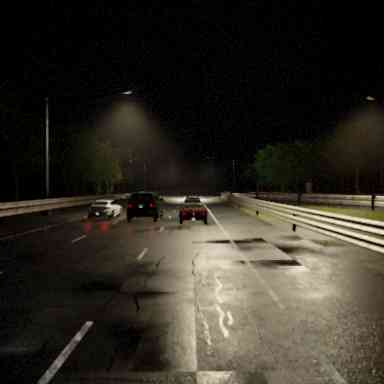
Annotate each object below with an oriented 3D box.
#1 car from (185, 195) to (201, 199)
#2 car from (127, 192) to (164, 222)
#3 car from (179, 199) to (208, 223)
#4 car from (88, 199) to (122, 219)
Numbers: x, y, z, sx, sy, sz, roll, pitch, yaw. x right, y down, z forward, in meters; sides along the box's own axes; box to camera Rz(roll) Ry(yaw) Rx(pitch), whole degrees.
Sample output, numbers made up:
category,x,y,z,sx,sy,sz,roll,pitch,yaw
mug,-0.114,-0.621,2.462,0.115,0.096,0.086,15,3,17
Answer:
category,x,y,z,sx,sy,sz,roll,pitch,yaw
car,0.088,1.096,41.402,2.128,1.511,4.902,0,1,0
car,-3.407,1.039,24.821,2.150,2.045,5.566,0,1,0
car,0.093,1.432,23.793,1.895,1.301,4.718,0,1,0
car,-6.893,1.320,26.551,1.812,1.442,4.674,0,1,0
